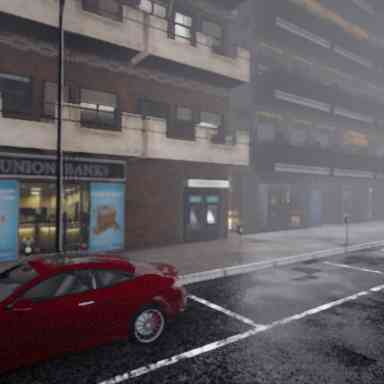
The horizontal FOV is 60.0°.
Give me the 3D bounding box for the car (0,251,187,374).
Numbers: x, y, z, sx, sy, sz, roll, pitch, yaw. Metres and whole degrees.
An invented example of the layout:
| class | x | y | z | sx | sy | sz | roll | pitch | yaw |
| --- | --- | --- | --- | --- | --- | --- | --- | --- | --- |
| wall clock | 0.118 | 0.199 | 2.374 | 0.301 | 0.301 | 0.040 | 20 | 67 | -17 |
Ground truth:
| class | x | y | z | sx | sy | sz | roll | pitch | yaw |
| --- | --- | --- | --- | --- | --- | --- | --- | --- | --- |
| car | -2.023 | 1.587 | 4.801 | 4.206 | 1.307 | 1.802 | 0 | 1 | -36 |
